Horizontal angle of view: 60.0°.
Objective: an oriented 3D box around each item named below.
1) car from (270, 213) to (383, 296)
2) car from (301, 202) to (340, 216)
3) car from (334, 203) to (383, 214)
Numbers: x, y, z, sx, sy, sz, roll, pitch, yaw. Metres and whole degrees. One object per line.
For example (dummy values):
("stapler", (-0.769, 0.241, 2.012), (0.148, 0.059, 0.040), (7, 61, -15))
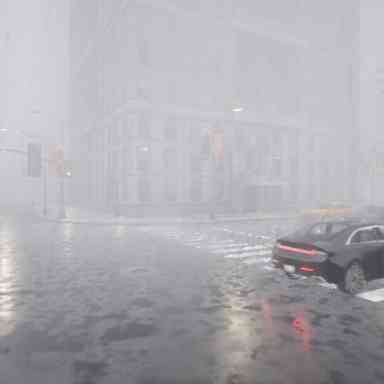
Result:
("car", (4.285, 1.498, 8.638), (4.902, 1.511, 2.128), (0, 0, -29))
("car", (10.041, 1.478, 24.001), (5.008, 1.535, 1.882), (0, 0, -29))
("car", (11.729, 1.547, 20.940), (5.357, 1.411, 2.033), (0, 0, -29))
